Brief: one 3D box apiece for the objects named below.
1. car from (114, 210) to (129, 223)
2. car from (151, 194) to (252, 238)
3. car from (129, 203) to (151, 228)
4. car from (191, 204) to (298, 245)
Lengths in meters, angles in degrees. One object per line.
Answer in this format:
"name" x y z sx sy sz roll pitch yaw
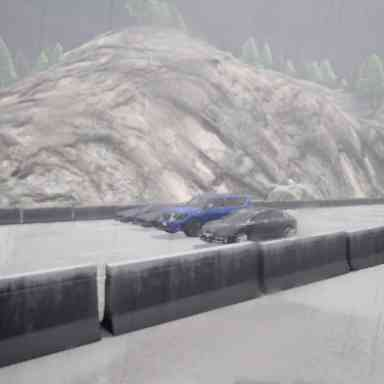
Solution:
"car" -2.718 1.486 23.550 5.357 1.411 2.033 0 0 -35
"car" 0.941 1.163 17.562 5.566 2.045 2.150 0 0 -36
"car" -0.861 1.487 20.576 5.357 1.411 2.033 0 0 -36
"car" 2.579 1.449 14.431 4.892 1.490 1.837 0 0 -35
